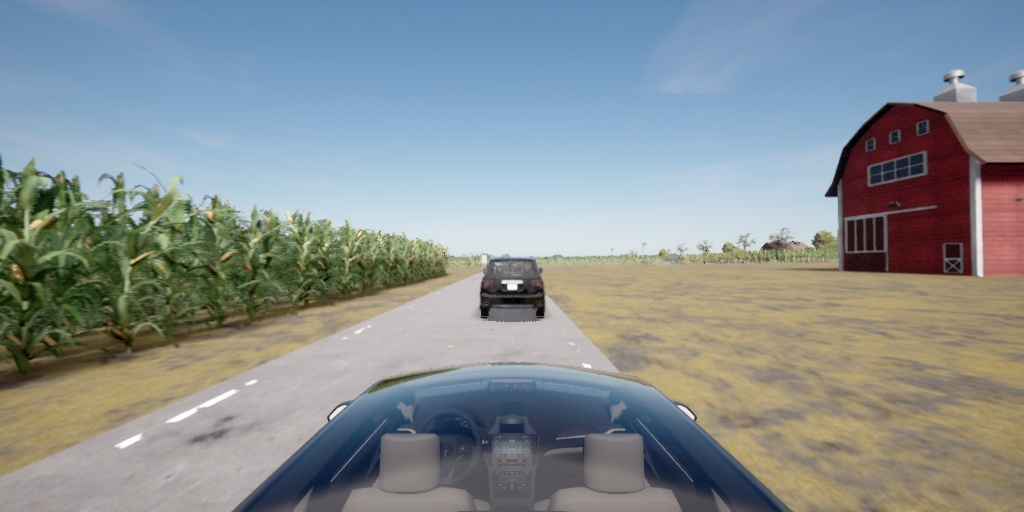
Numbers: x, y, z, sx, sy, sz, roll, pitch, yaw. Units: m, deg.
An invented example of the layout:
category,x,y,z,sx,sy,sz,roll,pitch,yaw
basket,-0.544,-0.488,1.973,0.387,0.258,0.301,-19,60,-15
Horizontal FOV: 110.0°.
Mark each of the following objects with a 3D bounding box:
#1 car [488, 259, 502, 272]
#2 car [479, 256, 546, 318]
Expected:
category,x,y,z,sx,sy,sz,roll,pitch,yaw
car,-2.777,1.558,60.267,2.150,2.045,5.566,0,-1,1
car,0.036,1.037,13.519,2.150,2.045,5.566,0,0,1
